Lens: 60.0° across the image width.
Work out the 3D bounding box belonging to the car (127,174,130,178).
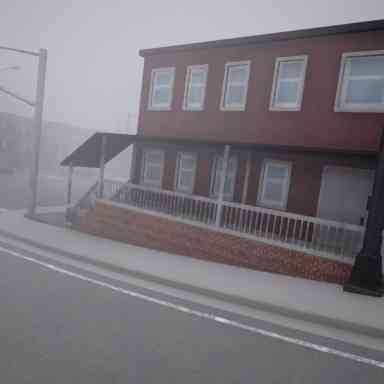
[{"bbox_3d":[-7.434,-2.462,51.094,2.033,1.411,5.357,10,6,36],"label":"car"}]

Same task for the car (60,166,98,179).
[{"bbox_3d":[-14.152,-2.513,41.827,1.837,1.490,4.892,10,6,35],"label":"car"}]

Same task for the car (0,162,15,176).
[{"bbox_3d":[-20.200,-2.459,33.467,1.994,1.385,4.181,10,6,35],"label":"car"}]
